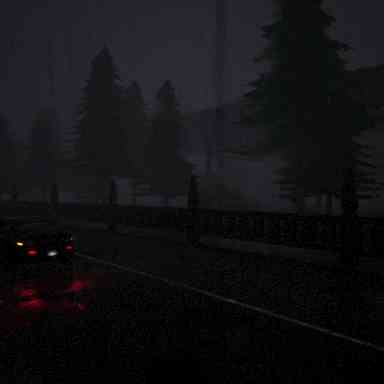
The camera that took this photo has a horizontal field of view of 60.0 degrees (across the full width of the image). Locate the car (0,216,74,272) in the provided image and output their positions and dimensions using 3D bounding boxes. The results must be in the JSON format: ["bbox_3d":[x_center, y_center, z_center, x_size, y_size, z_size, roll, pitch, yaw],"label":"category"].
[{"bbox_3d":[-5.554,1.525,10.873,4.674,1.442,1.812,0,0,44],"label":"car"}]
